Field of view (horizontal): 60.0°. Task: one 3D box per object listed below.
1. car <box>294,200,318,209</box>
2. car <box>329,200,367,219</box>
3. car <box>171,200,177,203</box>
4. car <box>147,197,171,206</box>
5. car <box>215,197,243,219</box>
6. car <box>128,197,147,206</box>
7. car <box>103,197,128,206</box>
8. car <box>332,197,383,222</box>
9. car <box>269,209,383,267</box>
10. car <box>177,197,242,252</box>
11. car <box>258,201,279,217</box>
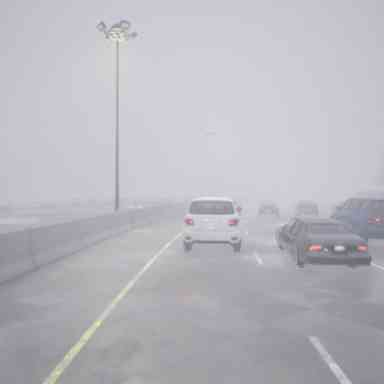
[{"bbox_3d":[10.977,1.500,32.129,1.882,1.535,5.008,0,0,13],"label":"car"},{"bbox_3d":[14.212,1.521,30.582,2.128,1.511,4.902,0,0,12],"label":"car"},{"bbox_3d":[-1.060,1.543,53.963,2.033,1.411,5.357,0,0,20],"label":"car"},{"bbox_3d":[-4.820,1.535,53.873,2.033,1.411,5.357,0,0,19],"label":"car"},{"bbox_3d":[3.436,1.358,30.345,2.097,1.767,4.553,0,0,12],"label":"car"},{"bbox_3d":[-8.231,1.544,54.584,1.994,1.385,4.181,0,0,19],"label":"car"},{"bbox_3d":[-12.173,1.519,53.845,2.033,1.411,5.357,0,0,18],"label":"car"},{"bbox_3d":[8.064,1.238,15.188,2.150,2.045,5.566,0,0,6],"label":"car"},{"bbox_3d":[4.161,1.556,11.397,2.033,1.411,5.357,0,0,5],"label":"car"},{"bbox_3d":[0.937,1.223,14.185,2.150,2.045,5.566,0,0,6],"label":"car"},{"bbox_3d":[7.259,1.540,31.623,1.812,1.442,4.674,0,0,12],"label":"car"}]
